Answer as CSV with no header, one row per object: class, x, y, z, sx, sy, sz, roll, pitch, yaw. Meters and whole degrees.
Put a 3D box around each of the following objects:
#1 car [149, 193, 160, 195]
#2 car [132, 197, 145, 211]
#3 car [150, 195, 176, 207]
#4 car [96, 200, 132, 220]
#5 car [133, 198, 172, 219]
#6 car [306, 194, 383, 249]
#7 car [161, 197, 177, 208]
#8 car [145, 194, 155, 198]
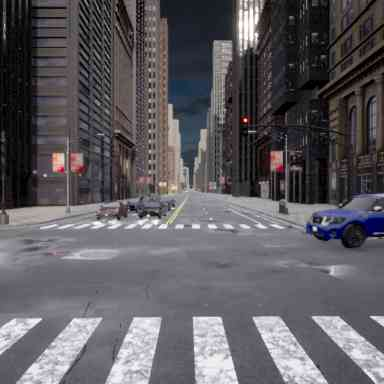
car,-6.639,1.175,57.874,2.150,2.045,5.566,0,0,1
car,-6.649,1.580,37.185,1.895,1.301,4.718,0,0,0
car,-3.398,1.468,39.250,2.128,1.511,4.902,0,0,0
car,-6.635,1.512,28.077,1.812,1.442,4.674,0,0,0
car,-3.362,1.533,29.511,2.033,1.411,5.357,0,0,4
car,7.647,1.095,13.863,5.566,2.045,2.150,-1,0,-11
car,-3.420,1.513,49.802,2.033,1.411,5.357,0,0,0
car,-6.662,1.474,47.425,1.837,1.490,4.892,0,0,0
